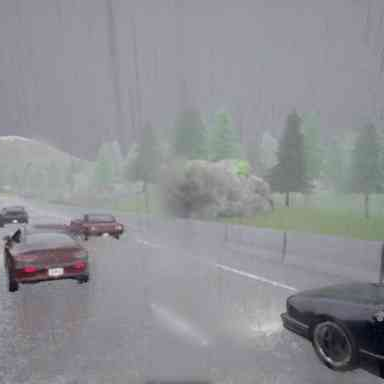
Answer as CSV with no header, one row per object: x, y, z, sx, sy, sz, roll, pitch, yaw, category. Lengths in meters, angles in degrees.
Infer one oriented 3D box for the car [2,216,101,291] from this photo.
-4.165,1.620,9.338,1.812,1.442,4.674,1,-1,-30,car

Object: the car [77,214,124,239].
-5.340,1.839,18.243,1.895,1.301,4.718,1,-1,-30,car

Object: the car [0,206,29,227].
-13.637,1.845,25.460,1.837,1.490,4.892,1,-1,-30,car

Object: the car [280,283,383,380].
3.419,1.624,3.334,2.033,1.411,5.357,1,-1,-30,car
